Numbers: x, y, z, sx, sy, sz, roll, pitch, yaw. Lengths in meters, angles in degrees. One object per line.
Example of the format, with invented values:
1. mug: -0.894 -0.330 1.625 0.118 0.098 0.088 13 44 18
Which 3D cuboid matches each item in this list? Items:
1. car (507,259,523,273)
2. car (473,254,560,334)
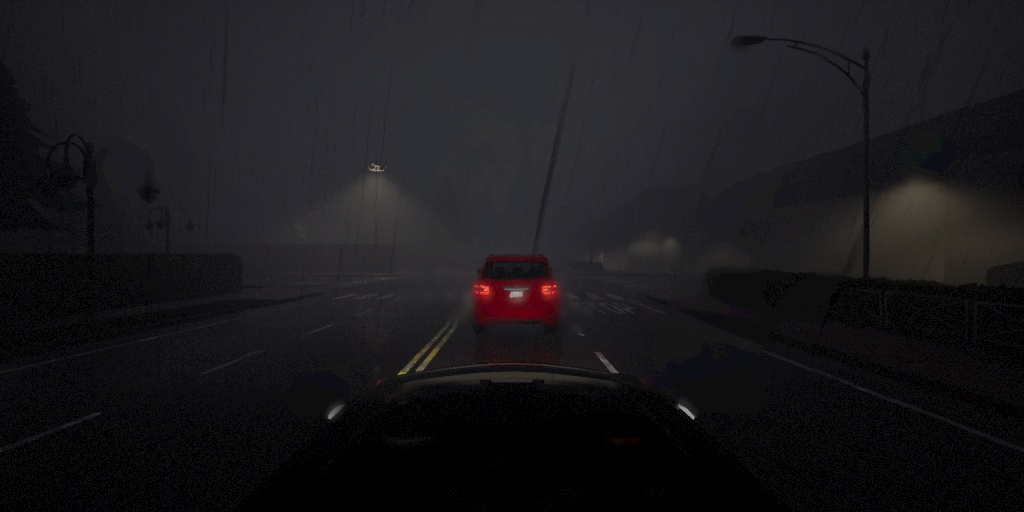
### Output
1. car: 0.352 1.227 45.598 1.882 1.535 5.008 0 0 1
2. car: 0.121 0.971 10.812 2.150 2.045 5.566 0 0 0
